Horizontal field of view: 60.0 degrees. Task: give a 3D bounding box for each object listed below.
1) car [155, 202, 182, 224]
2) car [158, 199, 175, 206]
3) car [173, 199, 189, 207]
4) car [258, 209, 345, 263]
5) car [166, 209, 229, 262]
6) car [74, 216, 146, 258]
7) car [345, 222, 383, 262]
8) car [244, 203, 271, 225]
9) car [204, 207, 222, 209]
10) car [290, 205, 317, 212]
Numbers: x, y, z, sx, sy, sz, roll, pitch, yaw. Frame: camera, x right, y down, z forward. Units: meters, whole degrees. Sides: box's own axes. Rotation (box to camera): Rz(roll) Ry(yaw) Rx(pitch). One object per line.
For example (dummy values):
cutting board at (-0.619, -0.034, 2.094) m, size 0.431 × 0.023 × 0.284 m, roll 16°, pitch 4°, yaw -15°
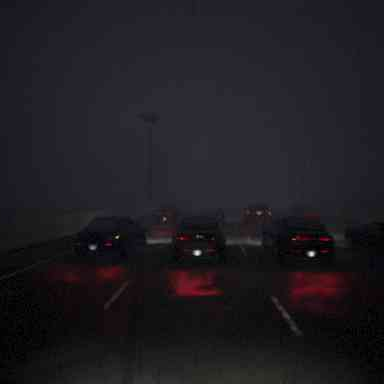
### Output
car at (-1.709, 1.796, 27.483) m, size 1.837 × 1.490 × 4.892 m, roll 0°, pitch 0°, yaw 9°
car at (-5.420, 2.221, 71.003) m, size 1.882 × 1.535 × 5.008 m, roll 0°, pitch -1°, yaw 19°
car at (-2.192, 2.253, 69.642) m, size 1.812 × 1.442 × 4.674 m, roll 0°, pitch -1°, yaw 19°
car at (3.838, 1.640, 12.602) m, size 1.837 × 1.490 × 4.892 m, roll 0°, pitch 0°, yaw 4°
car at (0.342, 1.642, 12.780) m, size 1.837 × 1.490 × 4.892 m, roll 0°, pitch 0°, yaw 4°
car at (-3.121, 1.666, 13.355) m, size 1.812 × 1.442 × 4.674 m, roll 0°, pitch 0°, yaw 4°
car at (7.310, 1.730, 12.170) m, size 1.895 × 1.301 × 4.718 m, roll 0°, pitch -1°, yaw 4°
car at (5.227, 1.630, 26.525) m, size 2.097 × 1.767 × 4.553 m, roll 0°, pitch -1°, yaw 9°
car at (1.722, 1.882, 26.798) m, size 1.895 × 1.301 × 4.718 m, roll 0°, pitch -1°, yaw 9°
car at (8.827, 1.760, 26.902) m, size 1.882 × 1.535 × 5.008 m, roll 0°, pitch 0°, yaw 9°
